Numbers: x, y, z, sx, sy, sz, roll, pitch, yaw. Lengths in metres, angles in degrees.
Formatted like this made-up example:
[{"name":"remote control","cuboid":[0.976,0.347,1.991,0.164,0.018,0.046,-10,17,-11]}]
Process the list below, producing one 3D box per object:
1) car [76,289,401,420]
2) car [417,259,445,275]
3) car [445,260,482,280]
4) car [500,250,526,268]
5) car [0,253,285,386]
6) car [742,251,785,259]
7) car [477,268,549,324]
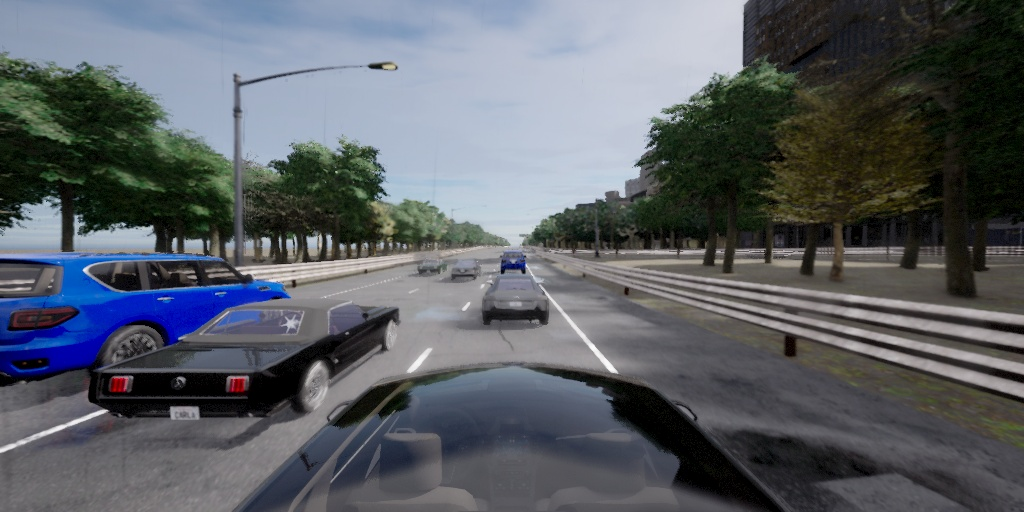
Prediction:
[{"name":"car","cuboid":[-3.399,1.344,5.953,1.895,1.301,4.718,0,0,0]},{"name":"car","cuboid":[-6.896,0.897,31.795,1.895,1.301,4.718,0,2,0]},{"name":"car","cuboid":[-3.393,0.982,27.067,2.033,1.411,5.357,0,2,0]},{"name":"car","cuboid":[0.104,0.499,32.361,2.150,2.045,5.566,0,2,0]},{"name":"car","cuboid":[-6.899,0.961,7.114,2.150,2.045,5.566,0,0,0]},{"name":"car","cuboid":[33.351,-0.312,47.711,1.895,1.301,4.718,-1,1,-40]},{"name":"car","cuboid":[0.102,1.273,11.863,1.994,1.385,4.181,0,1,0]}]
